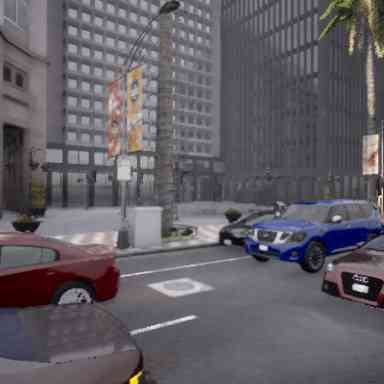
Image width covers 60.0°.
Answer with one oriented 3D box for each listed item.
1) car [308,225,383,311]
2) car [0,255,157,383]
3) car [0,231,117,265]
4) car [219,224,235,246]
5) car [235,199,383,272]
[{"bbox_3d":[4.766,1.612,7.296,4.181,1.385,1.994,0,0,-34],"label":"car"},{"bbox_3d":[-2.837,1.540,1.946,5.357,1.411,2.033,0,0,-35],"label":"car"},{"bbox_3d":[-3.708,1.479,5.610,5.008,1.535,1.882,1,0,-36],"label":"car"},{"bbox_3d":[3.345,1.580,14.469,4.786,1.482,2.161,0,0,-36],"label":"car"},{"bbox_3d":[4.324,1.281,11.249,5.566,2.045,2.150,0,0,-35],"label":"car"}]
